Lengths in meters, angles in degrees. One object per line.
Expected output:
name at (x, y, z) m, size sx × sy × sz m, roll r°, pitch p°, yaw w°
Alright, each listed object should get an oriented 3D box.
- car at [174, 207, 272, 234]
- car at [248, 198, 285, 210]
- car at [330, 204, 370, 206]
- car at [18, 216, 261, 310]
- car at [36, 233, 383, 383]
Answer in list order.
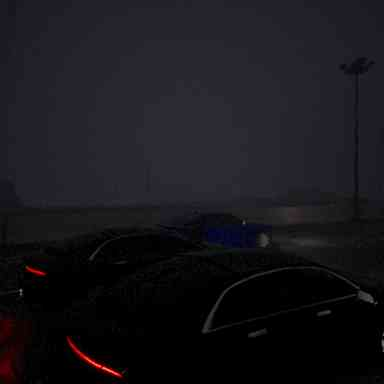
car at (0.860, 1.455, 12.587) m, size 5.008 × 1.535 × 1.882 m, roll 0°, pitch 0°, yaw -33°
car at (9.311, 1.492, 41.543) m, size 4.181 × 1.385 × 1.994 m, roll 0°, pitch 0°, yaw -25°
car at (15.853, 1.300, 33.030) m, size 4.553 × 1.767 × 2.097 m, roll 0°, pitch 0°, yaw -25°
car at (-0.987, 1.491, 7.187) m, size 4.892 × 1.490 × 1.837 m, roll 0°, pitch 0°, yaw -34°
car at (0.872, 1.497, 4.222) m, size 4.892 × 1.490 × 1.837 m, roll 0°, pitch 0°, yaw -34°
